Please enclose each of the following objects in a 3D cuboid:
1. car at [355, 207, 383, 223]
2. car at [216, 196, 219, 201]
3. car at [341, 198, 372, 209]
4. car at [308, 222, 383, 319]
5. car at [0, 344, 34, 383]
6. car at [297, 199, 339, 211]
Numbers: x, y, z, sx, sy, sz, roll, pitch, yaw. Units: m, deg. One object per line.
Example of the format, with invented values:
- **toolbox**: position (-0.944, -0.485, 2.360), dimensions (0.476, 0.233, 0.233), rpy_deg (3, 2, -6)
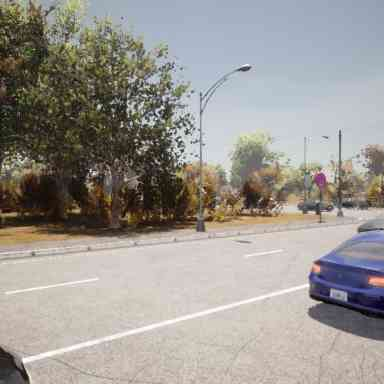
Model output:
- **car**: position (9.689, 1.547, 15.345), dimensions (5.357, 1.411, 2.033), rpy_deg (0, 0, -37)
- **car**: position (3.980, 1.459, 56.278), dimensions (1.812, 1.442, 4.674), rpy_deg (0, 1, -32)
- **car**: position (20.715, 1.491, 43.279), dimensions (2.128, 1.511, 4.902), rpy_deg (0, 0, -32)
- **car**: position (4.283, 1.526, 6.809), dimensions (4.674, 1.442, 1.812), rpy_deg (0, 0, -36)
- **car**: position (-3.315, 1.492, 1.381), dimensions (4.902, 1.511, 2.128), rpy_deg (0, 0, -36)
- **car**: position (14.613, 1.564, 39.458), dimensions (1.994, 1.385, 4.181), rpy_deg (0, 0, -32)
